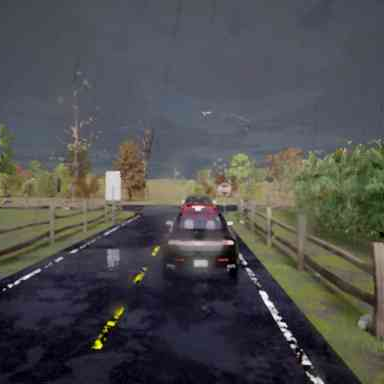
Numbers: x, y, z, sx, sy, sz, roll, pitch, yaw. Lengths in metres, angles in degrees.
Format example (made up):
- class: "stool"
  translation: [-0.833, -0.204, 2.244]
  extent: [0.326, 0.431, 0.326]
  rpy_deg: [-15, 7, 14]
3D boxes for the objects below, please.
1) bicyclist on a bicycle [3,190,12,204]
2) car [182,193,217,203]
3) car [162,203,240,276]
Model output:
- class: "bicyclist on a bicycle"
  translation: [-21.898, 0.625, 39.485]
  extent: [0.582, 1.620, 1.656]
  rpy_deg: [0, 2, 2]
- class: "car"
  translation: [0.423, 0.913, 20.167]
  extent: [2.097, 1.767, 4.553]
  rpy_deg: [0, 1, 2]
- class: "car"
  translation: [0.226, 1.281, 9.597]
  extent: [2.128, 1.511, 4.902]
  rpy_deg: [0, 1, 1]
